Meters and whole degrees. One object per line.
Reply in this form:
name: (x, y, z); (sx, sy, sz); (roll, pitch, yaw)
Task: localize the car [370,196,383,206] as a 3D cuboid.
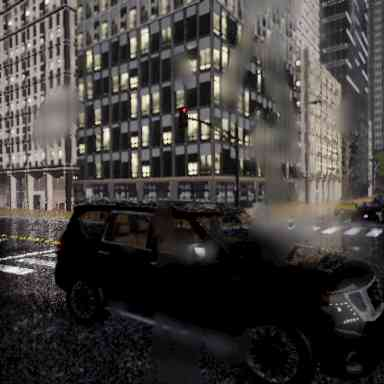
car: (27.501, 1.262, 48.581); (1.947, 1.339, 4.313); (-1, 0, 36)

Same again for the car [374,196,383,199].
car: (20.110, 1.335, 33.918); (2.033, 1.411, 5.357); (0, 0, 36)

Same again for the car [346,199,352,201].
car: (14.184, 1.352, 30.169); (1.752, 1.417, 4.829); (-1, 0, 36)

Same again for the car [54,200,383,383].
car: (0.028, 1.198, 5.527); (5.566, 2.045, 2.150); (0, 1, 35)

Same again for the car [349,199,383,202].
car: (12.825, 1.421, 23.868); (1.994, 1.385, 4.181); (0, 0, 37)
